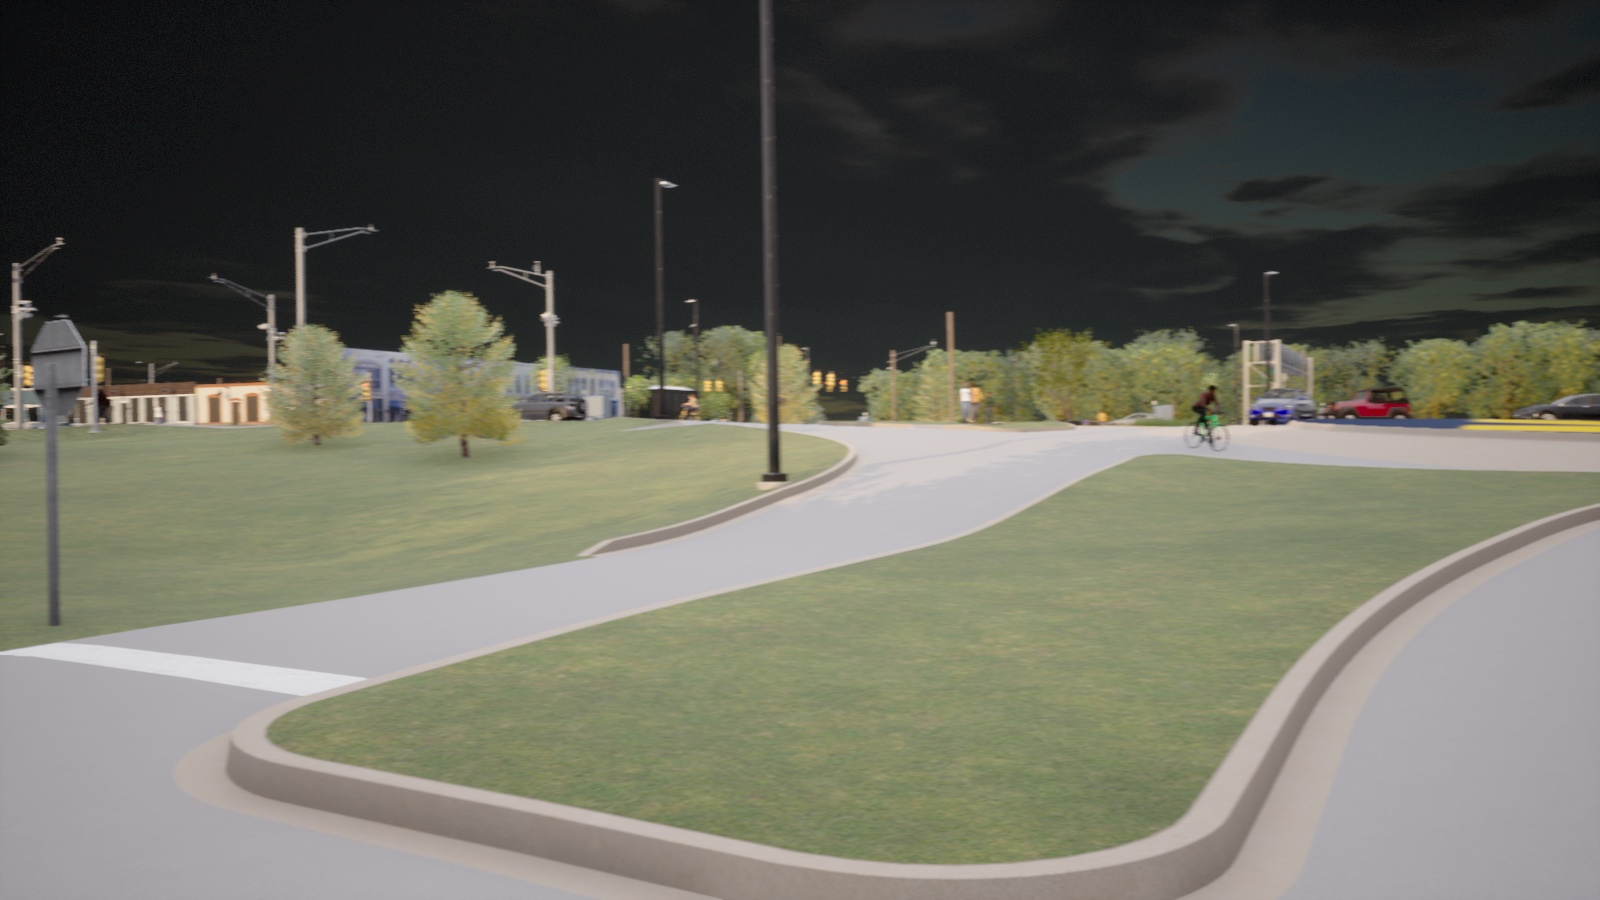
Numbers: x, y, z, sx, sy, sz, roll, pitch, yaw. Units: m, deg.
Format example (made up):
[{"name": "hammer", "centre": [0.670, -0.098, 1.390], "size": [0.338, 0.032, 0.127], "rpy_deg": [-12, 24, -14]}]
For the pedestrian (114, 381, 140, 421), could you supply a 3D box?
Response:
[{"name": "pedestrian", "centre": [-31.725, -2.300, 59.238], "size": [0.899, 1.844, 0.634], "rpy_deg": [-1, 0, 20]}]

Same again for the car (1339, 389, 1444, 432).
[{"name": "car", "centre": [26.982, -1.778, 57.370], "size": [3.866, 1.878, 1.905], "rpy_deg": [0, -1, -1]}]

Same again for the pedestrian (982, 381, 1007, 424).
[{"name": "pedestrian", "centre": [8.506, -2.072, 54.980], "size": [0.874, 1.855, 0.900], "rpy_deg": [-1, 0, 22]}]

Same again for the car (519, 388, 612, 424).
[{"name": "car", "centre": [-12.587, -2.328, 67.319], "size": [4.605, 1.855, 1.932], "rpy_deg": [0, 0, 24]}]

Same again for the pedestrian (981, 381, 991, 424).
[{"name": "pedestrian", "centre": [8.080, -2.063, 54.468], "size": [0.354, 1.836, 0.706], "rpy_deg": [-1, 0, 5]}]

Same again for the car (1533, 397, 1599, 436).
[{"name": "car", "centre": [33.537, -1.357, 52.242], "size": [4.892, 1.490, 1.837], "rpy_deg": [2, 0, 17]}]

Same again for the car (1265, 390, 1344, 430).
[{"name": "car", "centre": [19.794, -1.556, 49.166], "size": [1.816, 1.474, 4.193], "rpy_deg": [1, 2, 37]}]

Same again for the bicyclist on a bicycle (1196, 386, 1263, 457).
[{"name": "bicyclist on a bicycle", "centre": [10.470, -0.715, 30.677], "size": [0.582, 1.620, 1.656], "rpy_deg": [0, 5, -19]}]

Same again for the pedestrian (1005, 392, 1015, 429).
[{"name": "pedestrian", "centre": [10.673, -2.020, 63.801], "size": [0.353, 1.847, 0.614], "rpy_deg": [-1, 0, 20]}]
